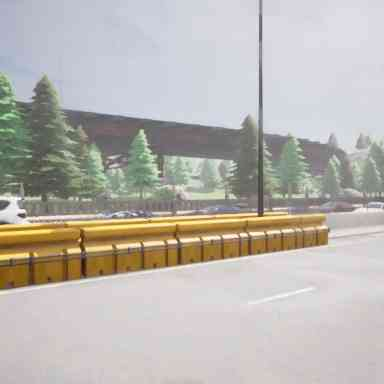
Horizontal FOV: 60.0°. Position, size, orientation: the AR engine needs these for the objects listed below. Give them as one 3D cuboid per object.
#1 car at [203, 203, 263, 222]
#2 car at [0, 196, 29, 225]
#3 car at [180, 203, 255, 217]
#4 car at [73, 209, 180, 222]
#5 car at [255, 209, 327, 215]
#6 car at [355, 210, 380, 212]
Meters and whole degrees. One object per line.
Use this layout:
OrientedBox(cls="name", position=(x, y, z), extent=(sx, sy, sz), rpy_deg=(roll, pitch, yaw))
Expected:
OrientedBox(cls="car", position=(3.389, 1.601, 26.979), extent=(4.718, 1.301, 1.895), rpy_deg=(0, 0, -33))
OrientedBox(cls="car", position=(-10.032, 1.221, 14.145), extent=(5.566, 2.045, 2.150), rpy_deg=(0, 0, -33))
OrientedBox(cls="car", position=(1.635, 1.548, 21.709), extent=(5.357, 1.411, 2.033), rpy_deg=(0, 0, -33))
OrientedBox(cls="car", position=(-3.273, 1.492, 14.363), extent=(4.902, 1.511, 2.128), rpy_deg=(0, 0, -33))
OrientedBox(cls="car", position=(6.276, 1.564, 20.546), extent=(4.181, 1.385, 1.994), rpy_deg=(0, 0, -33))
OrientedBox(cls="car", position=(14.184, 1.526, 25.551), extent=(4.674, 1.442, 1.812), rpy_deg=(0, 0, -33))
